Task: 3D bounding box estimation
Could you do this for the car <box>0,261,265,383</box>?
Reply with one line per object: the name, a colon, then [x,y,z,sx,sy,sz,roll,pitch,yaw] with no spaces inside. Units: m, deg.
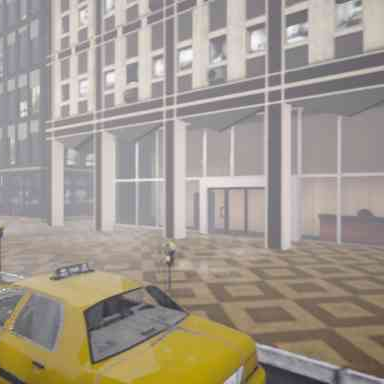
car: [-1.595,1.527,4.005,4.829,1.417,1.752,0,0,35]
